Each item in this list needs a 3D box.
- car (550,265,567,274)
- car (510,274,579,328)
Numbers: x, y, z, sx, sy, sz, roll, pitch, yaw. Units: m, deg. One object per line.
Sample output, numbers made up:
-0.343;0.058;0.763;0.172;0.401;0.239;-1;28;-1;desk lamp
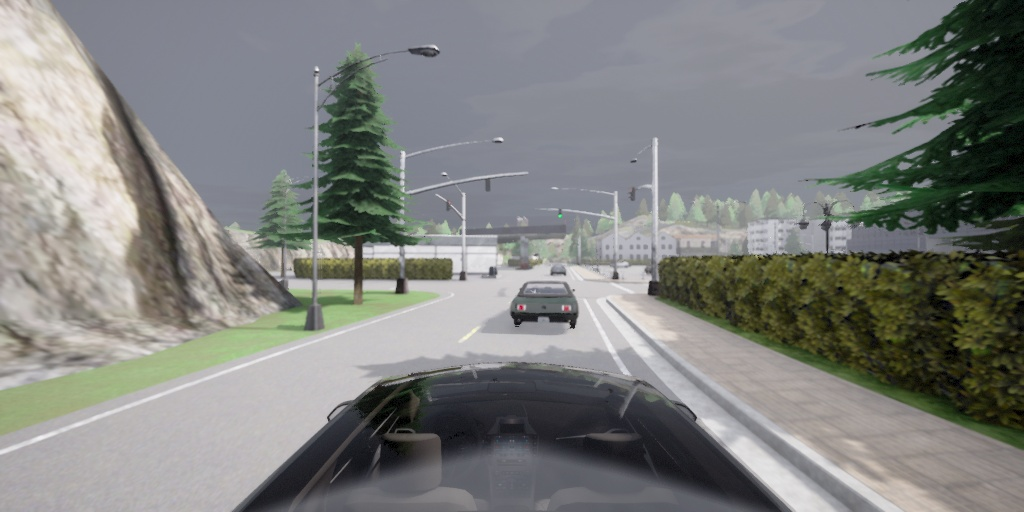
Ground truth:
5.858;1.772;45.265;1.994;1.385;4.181;0;-1;8;car
1.148;1.458;11.887;1.895;1.301;4.718;0;-1;7;car
